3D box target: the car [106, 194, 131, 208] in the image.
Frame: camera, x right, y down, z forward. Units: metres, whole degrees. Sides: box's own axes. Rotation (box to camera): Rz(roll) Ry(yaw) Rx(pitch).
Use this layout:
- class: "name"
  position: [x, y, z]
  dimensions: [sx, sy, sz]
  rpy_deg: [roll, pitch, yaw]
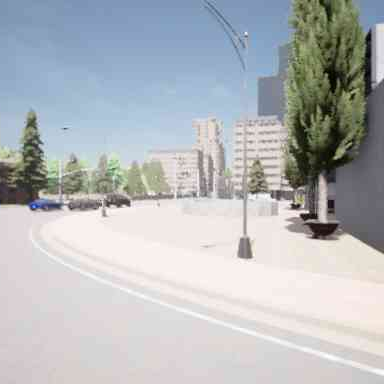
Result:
- class: "car"
  position: [-11.448, 1.373, 51.232]
  dimensions: [2.150, 2.045, 5.566]
  rpy_deg: [0, 0, 14]

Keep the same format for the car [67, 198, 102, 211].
- class: "car"
  position: [-13.735, 1.577, 41.852]
  dimensions: [2.128, 1.511, 4.902]
  rpy_deg: [0, 0, 12]

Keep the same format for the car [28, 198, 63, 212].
- class: "car"
  position: [-17.536, 1.521, 40.097]
  dimensions: [1.882, 1.535, 5.008]
  rpy_deg: [0, 0, 8]
